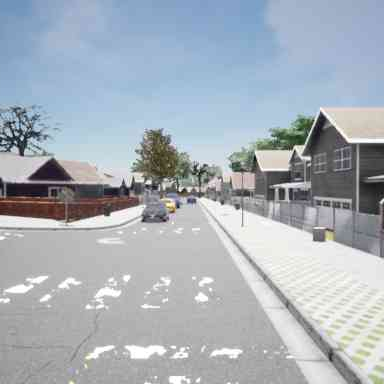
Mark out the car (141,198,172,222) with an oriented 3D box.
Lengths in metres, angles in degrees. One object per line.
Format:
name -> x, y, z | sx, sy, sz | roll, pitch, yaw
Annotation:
car -> -2.862, 1.515, 26.603 | 1.837, 1.490, 4.892 | 0, 0, 0

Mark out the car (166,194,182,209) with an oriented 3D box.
car -> -2.867, 1.273, 47.642 | 2.150, 2.045, 5.566 | 0, 0, 0

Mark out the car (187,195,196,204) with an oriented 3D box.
car -> -0.050, 1.595, 68.218 | 1.882, 1.535, 5.008 | 0, 0, 0

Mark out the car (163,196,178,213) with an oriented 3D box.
car -> -2.871, 1.506, 37.057 | 1.882, 1.535, 5.008 | 0, 0, 0

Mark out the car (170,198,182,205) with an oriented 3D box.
car -> -2.820, 1.687, 59.991 | 1.895, 1.301, 4.718 | 0, 0, 0
